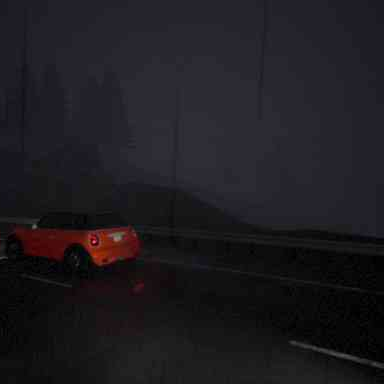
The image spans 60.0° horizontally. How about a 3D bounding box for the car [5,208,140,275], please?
[{"bbox_3d":[-3.902,1.346,10.614,4.553,1.767,2.097,0,0,33],"label":"car"}]
